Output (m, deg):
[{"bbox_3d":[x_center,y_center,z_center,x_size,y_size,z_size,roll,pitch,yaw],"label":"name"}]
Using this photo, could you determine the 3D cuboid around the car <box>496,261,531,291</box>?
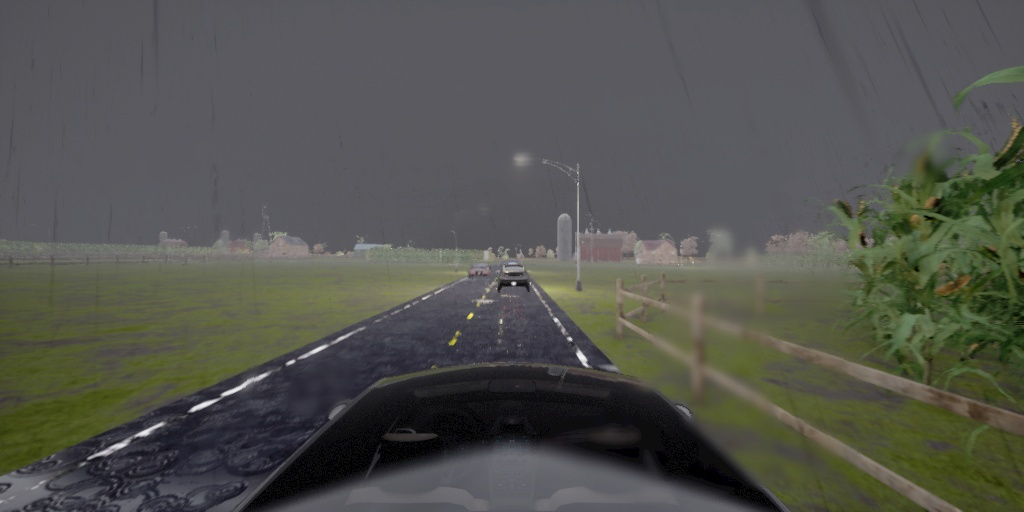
[{"bbox_3d":[0.098,1.254,21.810,1.837,1.490,4.892,0,0,0],"label":"car"}]

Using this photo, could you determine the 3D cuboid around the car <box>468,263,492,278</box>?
[{"bbox_3d":[-2.847,1.319,33.006,1.994,1.385,4.181,0,0,0],"label":"car"}]

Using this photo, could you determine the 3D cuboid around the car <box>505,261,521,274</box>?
[{"bbox_3d":[0.096,1.290,42.102,1.812,1.442,4.674,0,0,0],"label":"car"}]
